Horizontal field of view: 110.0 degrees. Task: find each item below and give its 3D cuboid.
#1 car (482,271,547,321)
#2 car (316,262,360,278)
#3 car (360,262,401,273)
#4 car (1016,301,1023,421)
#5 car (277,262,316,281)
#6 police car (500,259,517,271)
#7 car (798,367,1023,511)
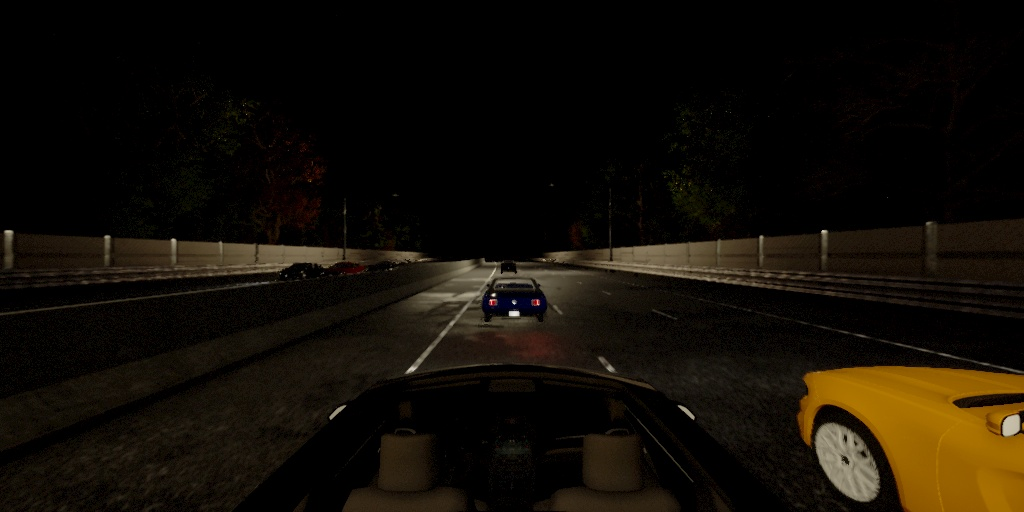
[{"bbox_3d":[0.056,1.355,12.419,1.895,1.301,4.718,0,0,0],"label":"car"},{"bbox_3d":[-14.250,1.259,30.569,1.882,1.535,5.008,0,0,-1],"label":"car"},{"bbox_3d":[-10.749,1.281,30.446,1.837,1.490,4.892,0,0,-1],"label":"car"},{"bbox_3d":[7.092,1.274,2.058,1.812,1.442,4.674,0,0,0],"label":"car"},{"bbox_3d":[-17.749,1.316,30.511,1.837,1.490,4.892,0,0,-1],"label":"car"},{"bbox_3d":[-0.433,1.191,44.124,1.930,1.638,5.238,0,0,-1],"label":"police car"},{"bbox_3d":[3.592,1.226,1.266,1.882,1.535,5.008,0,0,0],"label":"car"}]
